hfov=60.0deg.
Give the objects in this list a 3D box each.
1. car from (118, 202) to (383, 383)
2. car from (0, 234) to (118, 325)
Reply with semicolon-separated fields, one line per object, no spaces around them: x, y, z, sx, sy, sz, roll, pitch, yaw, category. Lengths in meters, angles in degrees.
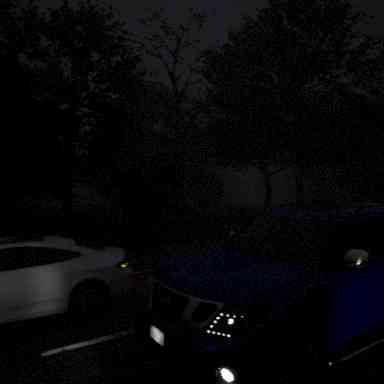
1.949;1.204;5.119;5.566;2.045;2.150;0;0;-33;car
-3.325;1.510;5.762;4.674;1.442;1.812;0;0;-34;car
